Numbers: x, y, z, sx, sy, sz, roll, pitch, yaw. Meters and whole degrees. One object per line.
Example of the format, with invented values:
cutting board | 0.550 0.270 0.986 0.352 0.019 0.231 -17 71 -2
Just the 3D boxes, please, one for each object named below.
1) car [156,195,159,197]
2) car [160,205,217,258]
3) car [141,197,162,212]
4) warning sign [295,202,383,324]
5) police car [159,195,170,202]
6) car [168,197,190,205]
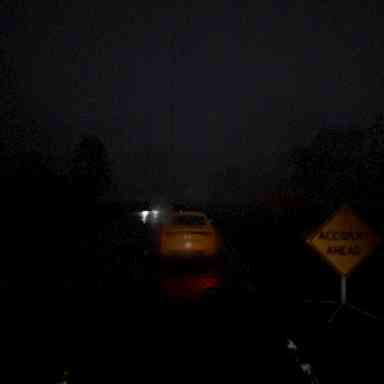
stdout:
car | -7.968 1.572 90.529 1.812 1.442 4.674 0 0 -11
car | -0.180 1.479 12.760 1.882 1.535 5.008 0 0 -2
car | -4.955 1.576 39.697 1.994 1.385 4.181 0 0 -5
warning sign | 2.597 1.115 5.700 1.300 1.860 1.060 0 0 -1
police car | -6.193 1.462 80.751 1.930 1.638 5.238 0 0 -10
car | -1.190 1.532 32.516 1.812 1.442 4.674 0 0 -4
